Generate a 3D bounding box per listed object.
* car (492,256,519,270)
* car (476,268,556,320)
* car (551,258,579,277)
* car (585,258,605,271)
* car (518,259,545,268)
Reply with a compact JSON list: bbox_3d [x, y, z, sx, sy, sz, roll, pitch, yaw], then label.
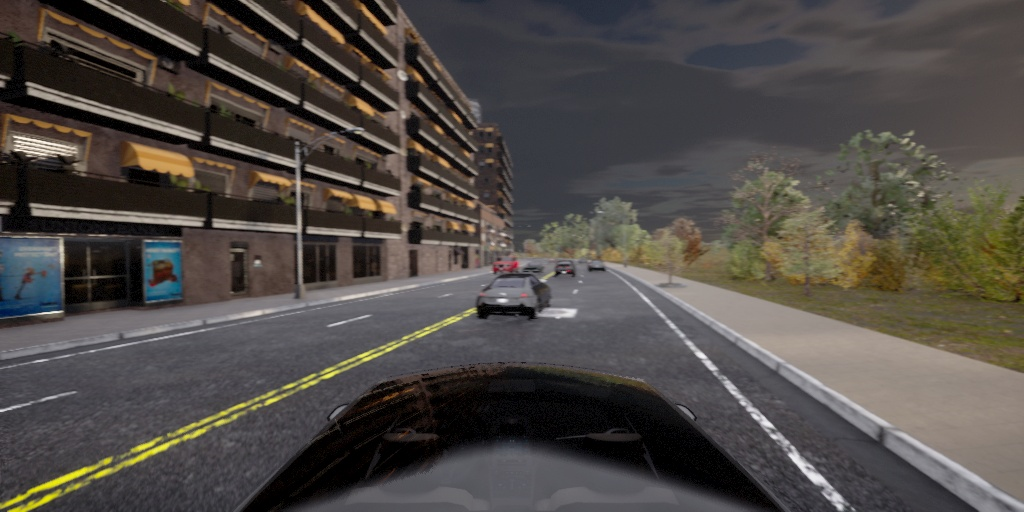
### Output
[{"bbox_3d":[-0.600,0.979,39.780,2.150,2.045,5.566,-1,0,11],"label":"car"},{"bbox_3d":[0.200,1.312,12.786,1.994,1.385,4.181,-1,0,14],"label":"car"},{"bbox_3d":[5.097,1.170,34.123,1.837,1.490,4.892,-1,0,12],"label":"car"},{"bbox_3d":[10.353,1.139,44.091,1.994,1.385,4.181,-1,0,10],"label":"car"},{"bbox_3d":[2.273,1.312,37.542,1.895,1.301,4.718,-1,0,11],"label":"car"}]
